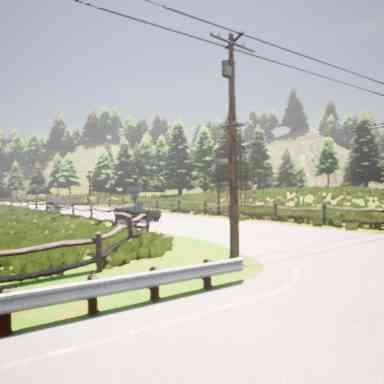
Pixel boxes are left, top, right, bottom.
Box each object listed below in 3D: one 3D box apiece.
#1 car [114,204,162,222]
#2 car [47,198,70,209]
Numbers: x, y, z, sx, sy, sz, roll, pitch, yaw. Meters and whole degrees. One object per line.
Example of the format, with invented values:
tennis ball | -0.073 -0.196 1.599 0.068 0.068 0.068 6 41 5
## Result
car | -4.186 1.581 25.312 1.895 1.301 4.718 -2 1 -37
car | -16.830 1.529 41.740 1.812 1.442 4.674 -2 1 -39
